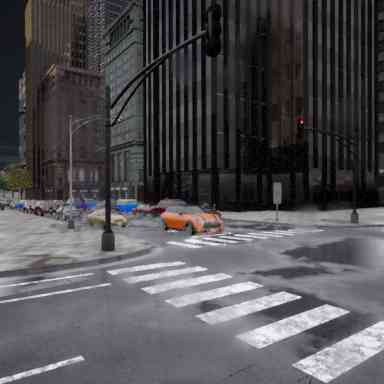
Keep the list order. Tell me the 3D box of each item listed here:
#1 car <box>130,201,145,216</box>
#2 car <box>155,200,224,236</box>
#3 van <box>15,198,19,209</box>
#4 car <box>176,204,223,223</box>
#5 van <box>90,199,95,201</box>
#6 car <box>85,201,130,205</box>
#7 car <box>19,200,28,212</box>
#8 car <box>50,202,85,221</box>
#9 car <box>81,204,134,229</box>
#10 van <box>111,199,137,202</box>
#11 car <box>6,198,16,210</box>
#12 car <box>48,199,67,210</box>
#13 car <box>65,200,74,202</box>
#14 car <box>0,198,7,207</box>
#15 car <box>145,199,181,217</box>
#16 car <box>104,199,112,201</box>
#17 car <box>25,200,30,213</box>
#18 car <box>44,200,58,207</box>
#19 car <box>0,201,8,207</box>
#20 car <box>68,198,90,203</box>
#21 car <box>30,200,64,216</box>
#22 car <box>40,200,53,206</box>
[{"bbox_3d":[-5.303,2.003,37.740,1.802,1.307,4.206,-1,0,-35],"label":"car"},{"bbox_3d":[-0.092,1.562,20.066,2.097,1.767,4.553,0,-1,-34],"label":"car"},{"bbox_3d":[-26.185,2.122,52.398,1.690,1.788,3.998,-1,0,-35],"label":"van"},{"bbox_3d":[0.576,1.828,29.437,1.887,1.381,4.507,-1,0,-35],"label":"car"},{"bbox_3d":[-17.068,2.036,54.346,1.690,1.788,3.998,-1,0,-35],"label":"van"},{"bbox_3d":[-8.158,1.893,31.629,2.128,1.511,4.902,0,-1,-35],"label":"car"},{"bbox_3d":[-23.355,2.156,48.413,1.967,1.590,4.097,-1,0,-35],"label":"car"},{"bbox_3d":[-12.040,2.003,32.477,2.008,1.369,4.403,-1,0,-35],"label":"car"},{"bbox_3d":[-6.286,1.843,24.371,1.752,1.417,4.829,-1,0,-35],"label":"car"},{"bbox_3d":[-8.249,1.831,41.892,1.690,1.788,3.998,-1,0,-35],"label":"van"},{"bbox_3d":[-31.943,2.353,60.511,1.967,1.590,4.097,-1,0,-35],"label":"car"},{"bbox_3d":[-24.062,2.169,59.563,2.097,1.767,4.553,0,-1,-35],"label":"car"},{"bbox_3d":[-18.691,2.195,46.542,2.033,1.411,5.357,0,-1,-35],"label":"car"},{"bbox_3d":[-41.279,2.666,73.667,1.887,1.381,4.507,-1,0,-35],"label":"car"},{"bbox_3d":[-2.369,1.667,33.589,2.192,1.841,5.009,-1,0,-35],"label":"car"},{"bbox_3d":[-11.189,1.874,46.043,2.192,1.841,5.009,-1,0,-35],"label":"car"},{"bbox_3d":[-20.525,2.195,44.430,1.887,1.381,4.507,-1,0,-35],"label":"car"},{"bbox_3d":[-31.720,2.594,74.930,1.947,1.339,4.313,-1,0,-35],"label":"car"},{"bbox_3d":[-44.391,2.770,78.051,1.802,1.307,4.206,-1,0,-35],"label":"car"},{"bbox_3d":[-17.904,1.897,50.879,2.150,2.045,5.566,0,-1,-35],"label":"car"},{"bbox_3d":[-17.702,1.900,40.446,2.192,1.841,5.009,-1,0,-35],"label":"car"},{"bbox_3d":[-34.732,2.659,79.173,1.947,1.339,4.313,-1,0,-35],"label":"car"}]
